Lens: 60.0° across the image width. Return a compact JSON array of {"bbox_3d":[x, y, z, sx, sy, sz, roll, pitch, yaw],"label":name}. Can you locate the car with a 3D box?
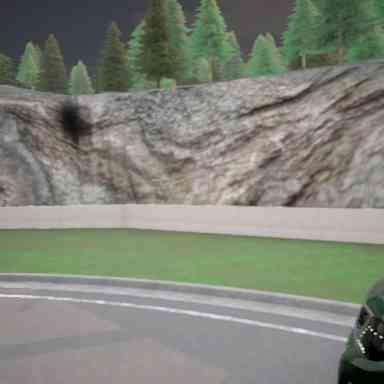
[{"bbox_3d":[3.747,1.098,1.563,5.566,2.045,2.150,0,1,41],"label":"car"}]
